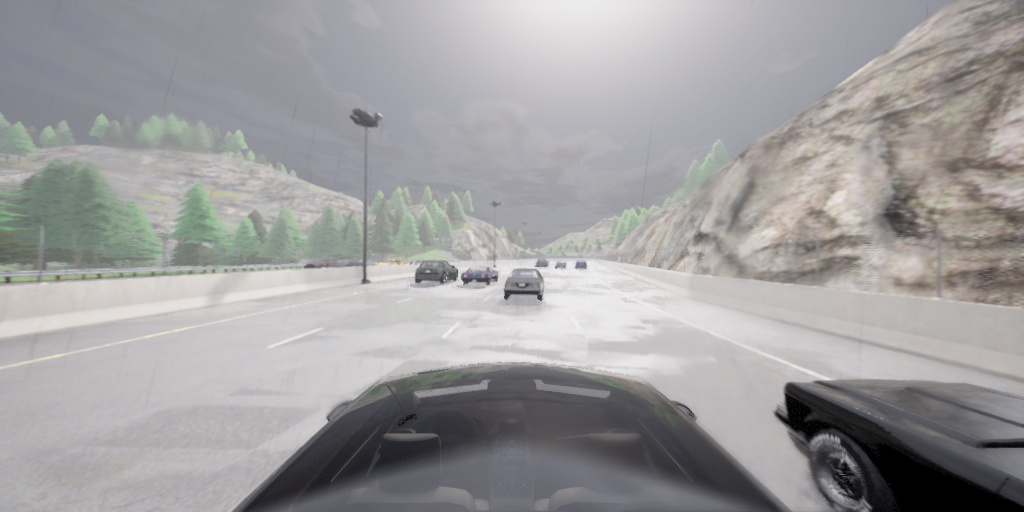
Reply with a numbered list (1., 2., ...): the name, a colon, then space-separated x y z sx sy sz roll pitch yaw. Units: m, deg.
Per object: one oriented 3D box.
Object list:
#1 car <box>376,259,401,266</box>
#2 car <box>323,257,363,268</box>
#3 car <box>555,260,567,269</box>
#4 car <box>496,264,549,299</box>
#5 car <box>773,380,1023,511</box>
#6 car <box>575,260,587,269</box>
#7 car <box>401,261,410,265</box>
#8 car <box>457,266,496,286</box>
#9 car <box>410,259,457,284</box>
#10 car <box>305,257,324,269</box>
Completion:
1. car: -16.078 1.137 47.712 1.882 1.535 5.008 1 0 12
2. car: -20.313 1.160 44.312 2.033 1.411 5.357 1 0 11
3. car: 8.749 1.474 63.907 2.033 1.411 5.357 1 0 11
4. car: 0.699 1.328 18.262 2.033 1.411 5.357 1 0 6
5. car: 3.448 1.384 1.259 1.895 1.301 4.718 1 0 0
6. car: 12.127 1.437 62.945 1.882 1.535 5.008 1 0 11
7. car: -12.415 1.187 48.183 2.128 1.511 4.902 1 0 11
8. car: -2.178 1.365 25.943 1.895 1.301 4.718 1 0 8
9. car: -5.420 1.085 26.488 2.097 1.767 4.553 1 0 8
10. car: -23.720 0.932 45.089 2.097 1.767 4.553 1 0 11
